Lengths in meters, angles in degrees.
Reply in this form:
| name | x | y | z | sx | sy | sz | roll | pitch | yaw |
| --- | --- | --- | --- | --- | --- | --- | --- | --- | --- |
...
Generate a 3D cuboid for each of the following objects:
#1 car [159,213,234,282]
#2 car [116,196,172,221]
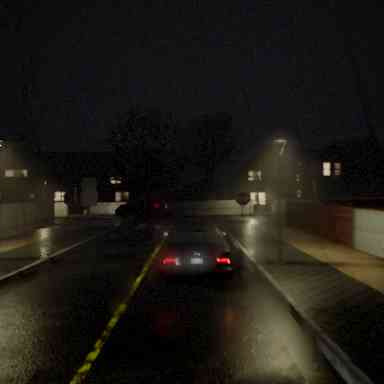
| name | x | y | z | sx | sy | sz | roll | pitch | yaw |
| --- | --- | --- | --- | --- | --- | --- | --- | --- | --- |
| car | 0.098 | 1.589 | 9.877 | 2.033 | 1.411 | 5.357 | 0 | 0 | 0 |
| car | -4.255 | 1.388 | 29.164 | 5.566 | 2.045 | 2.150 | -2 | -3 | 39 |
